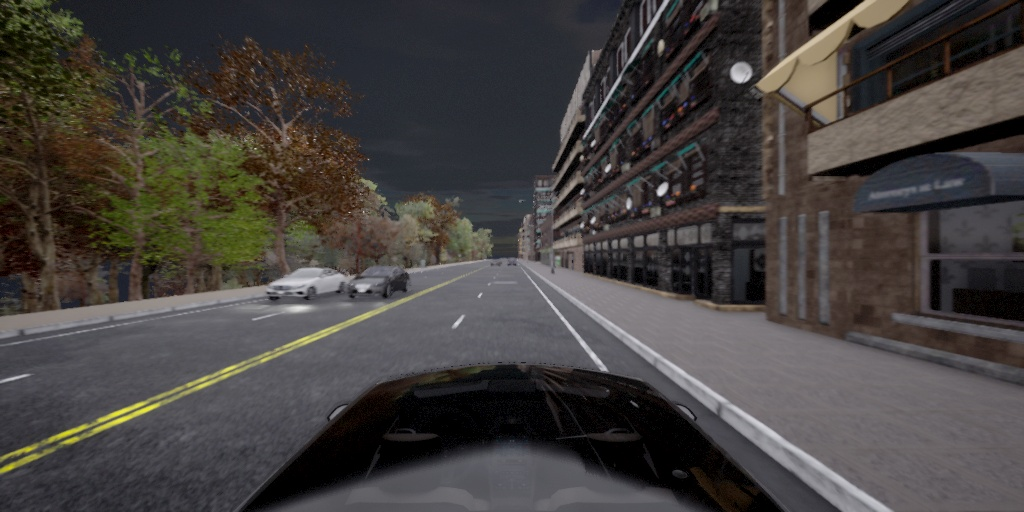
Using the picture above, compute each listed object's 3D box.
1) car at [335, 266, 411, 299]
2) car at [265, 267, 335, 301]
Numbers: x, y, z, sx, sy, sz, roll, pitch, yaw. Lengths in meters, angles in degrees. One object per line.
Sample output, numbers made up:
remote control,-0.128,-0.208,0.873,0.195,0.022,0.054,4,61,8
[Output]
car,-6.547,1.248,18.154,2.128,1.511,4.902,0,0,1
car,-9.801,1.281,17.560,1.812,1.442,4.674,0,0,0
